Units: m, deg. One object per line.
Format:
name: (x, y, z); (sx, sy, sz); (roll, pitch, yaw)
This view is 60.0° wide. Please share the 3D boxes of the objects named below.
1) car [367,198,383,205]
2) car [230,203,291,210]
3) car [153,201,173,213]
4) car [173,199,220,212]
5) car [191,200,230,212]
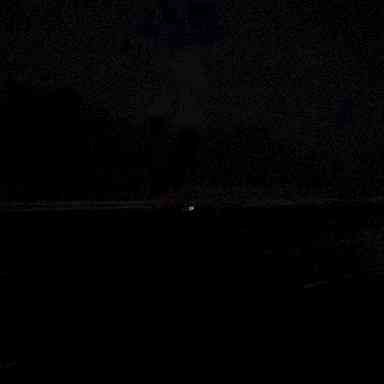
car: (31.721, 1.700, 56.565); (4.674, 1.442, 1.812); (0, 0, -35)
car: (5.608, 1.570, 25.160); (4.902, 1.511, 2.128); (0, 0, -35)
car: (-1.513, 1.550, 32.976); (5.008, 1.535, 1.882); (0, 0, -35)
car: (1.008, 1.427, 30.479); (4.553, 1.767, 2.097); (0, 0, -35)
car: (2.893, 1.622, 27.531); (5.357, 1.411, 2.033); (0, 0, -35)
